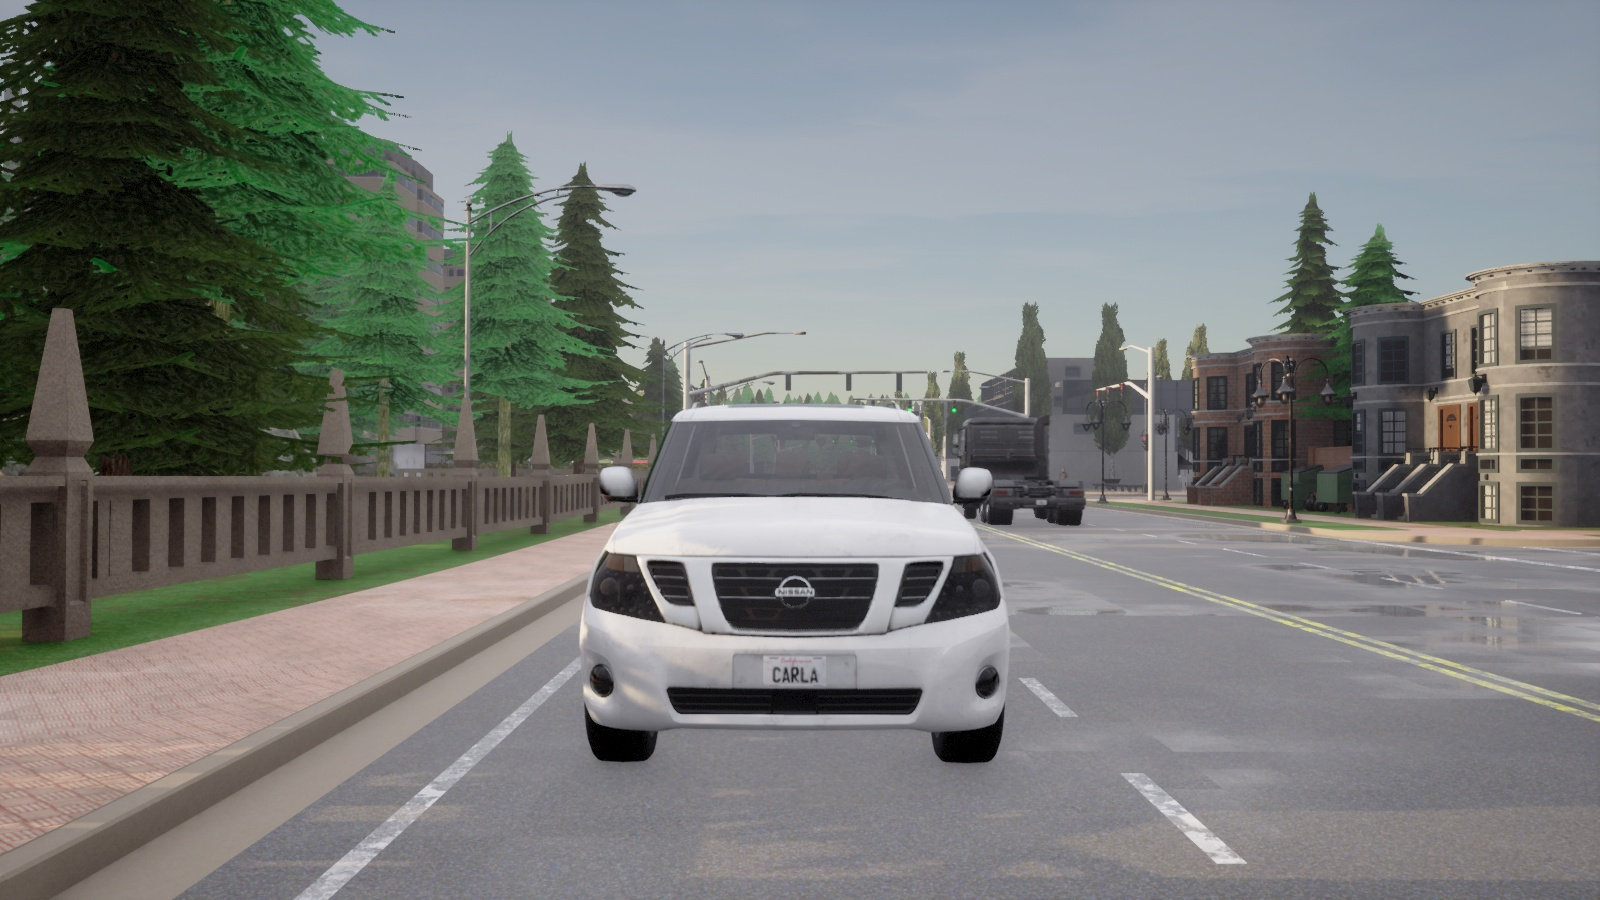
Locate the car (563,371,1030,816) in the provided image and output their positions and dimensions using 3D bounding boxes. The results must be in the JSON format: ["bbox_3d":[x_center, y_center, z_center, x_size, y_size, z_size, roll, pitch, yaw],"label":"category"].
[{"bbox_3d":[-0.025,0.671,8.583,2.150,2.045,5.566,0,0,0],"label":"car"}]

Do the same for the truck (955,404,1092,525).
[{"bbox_3d":[6.886,0.473,39.893,2.891,3.462,7.936,0,-1,0],"label":"truck"}]
